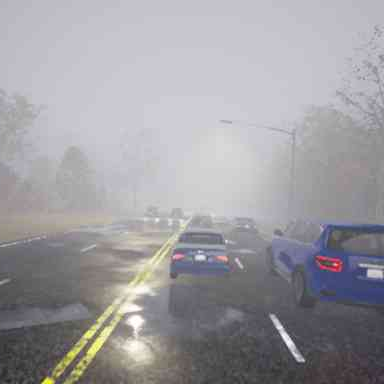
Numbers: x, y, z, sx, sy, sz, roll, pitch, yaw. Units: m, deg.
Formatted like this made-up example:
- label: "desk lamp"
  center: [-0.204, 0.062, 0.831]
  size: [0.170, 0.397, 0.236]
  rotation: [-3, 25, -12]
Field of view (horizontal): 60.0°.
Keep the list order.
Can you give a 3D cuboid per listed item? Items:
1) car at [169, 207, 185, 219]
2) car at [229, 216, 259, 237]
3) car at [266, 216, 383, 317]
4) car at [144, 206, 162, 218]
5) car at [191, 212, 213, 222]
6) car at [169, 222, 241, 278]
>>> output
- label: "car"
  center: [-2.047, 2.891, 45.665]
  size: [1.837, 1.490, 4.892]
  rotation: [4, -2, 2]
- label: "car"
  center: [4.030, 2.658, 26.364]
  size: [2.033, 1.411, 5.357]
  rotation: [5, -3, 2]
- label: "car"
  center: [3.557, 1.722, 8.996]
  size: [2.150, 2.045, 5.566]
  rotation: [5, -1, 2]
- label: "car"
  center: [-5.291, 2.687, 45.742]
  size: [1.837, 1.490, 4.892]
  rotation: [4, -2, 2]
- label: "car"
  center: [0.908, 2.597, 31.186]
  size: [2.128, 1.511, 4.902]
  rotation: [3, -2, 2]
- label: "car"
  center: [0.285, 1.946, 11.439]
  size: [2.033, 1.411, 5.357]
  rotation: [2, -3, 2]
